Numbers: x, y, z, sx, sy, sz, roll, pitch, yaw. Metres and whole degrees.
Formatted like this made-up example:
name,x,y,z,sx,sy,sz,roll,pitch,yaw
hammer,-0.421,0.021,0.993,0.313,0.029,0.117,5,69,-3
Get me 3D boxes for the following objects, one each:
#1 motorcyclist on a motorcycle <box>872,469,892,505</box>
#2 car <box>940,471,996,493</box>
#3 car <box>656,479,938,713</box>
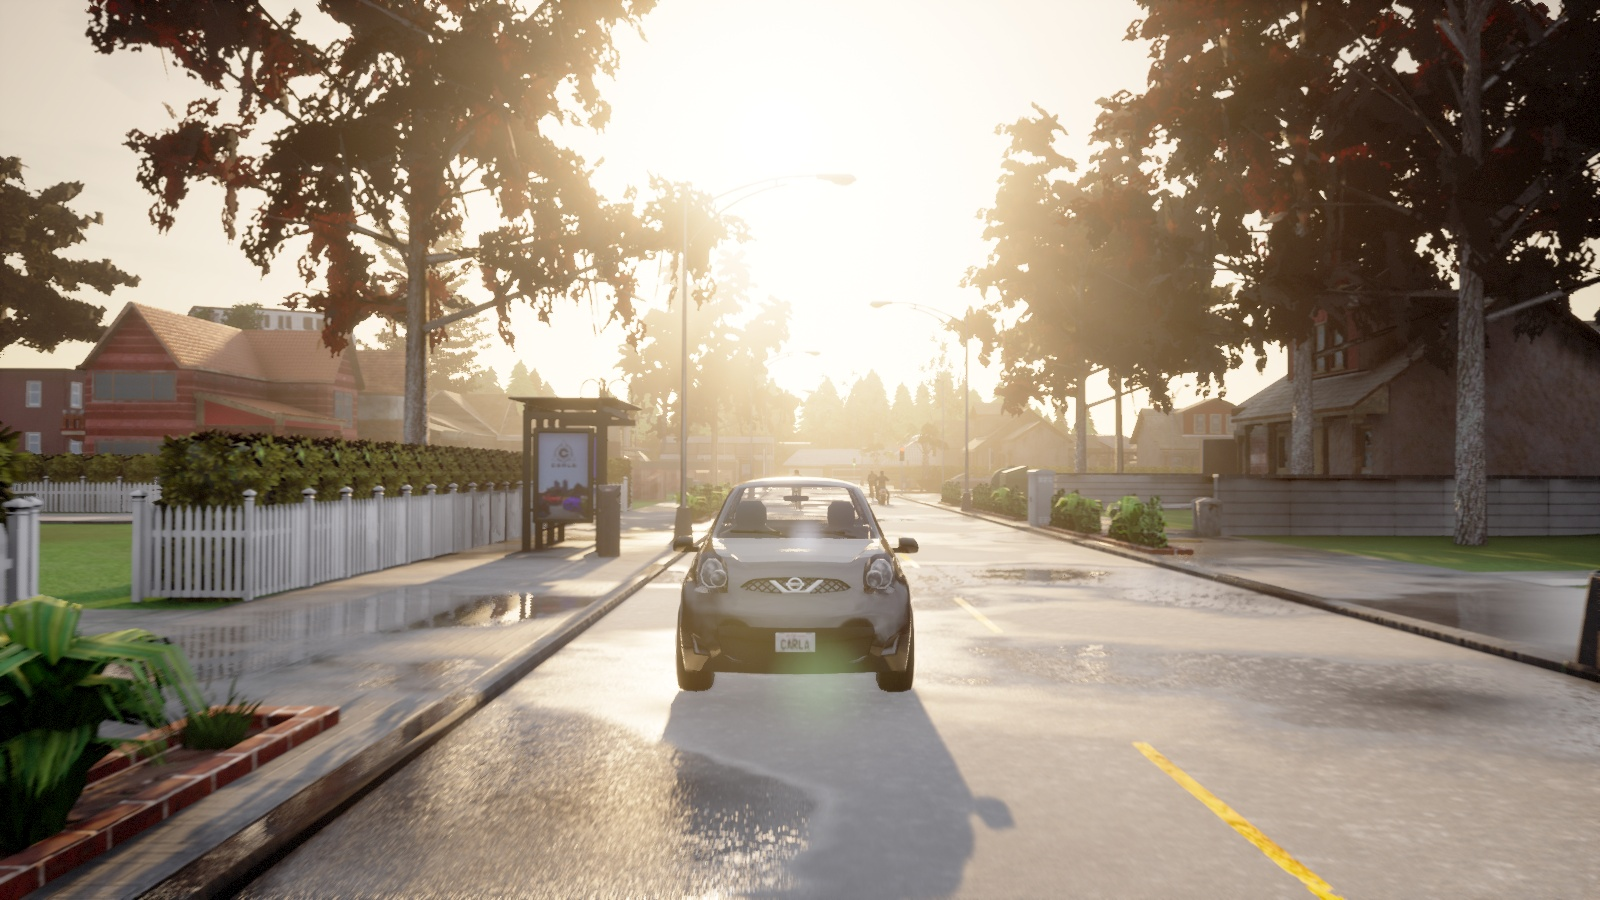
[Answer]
name,x,y,z,sx,sy,sz,roll,pitch,yaw
motorcyclist on a motorcycle,3.856,1.742,59.272,0.766,1.649,2.350,0,-1,0
car,12.009,2.251,89.976,3.705,1.549,1.789,0,-1,0
car,-0.024,0.997,10.052,1.845,1.501,3.633,0,-1,0
